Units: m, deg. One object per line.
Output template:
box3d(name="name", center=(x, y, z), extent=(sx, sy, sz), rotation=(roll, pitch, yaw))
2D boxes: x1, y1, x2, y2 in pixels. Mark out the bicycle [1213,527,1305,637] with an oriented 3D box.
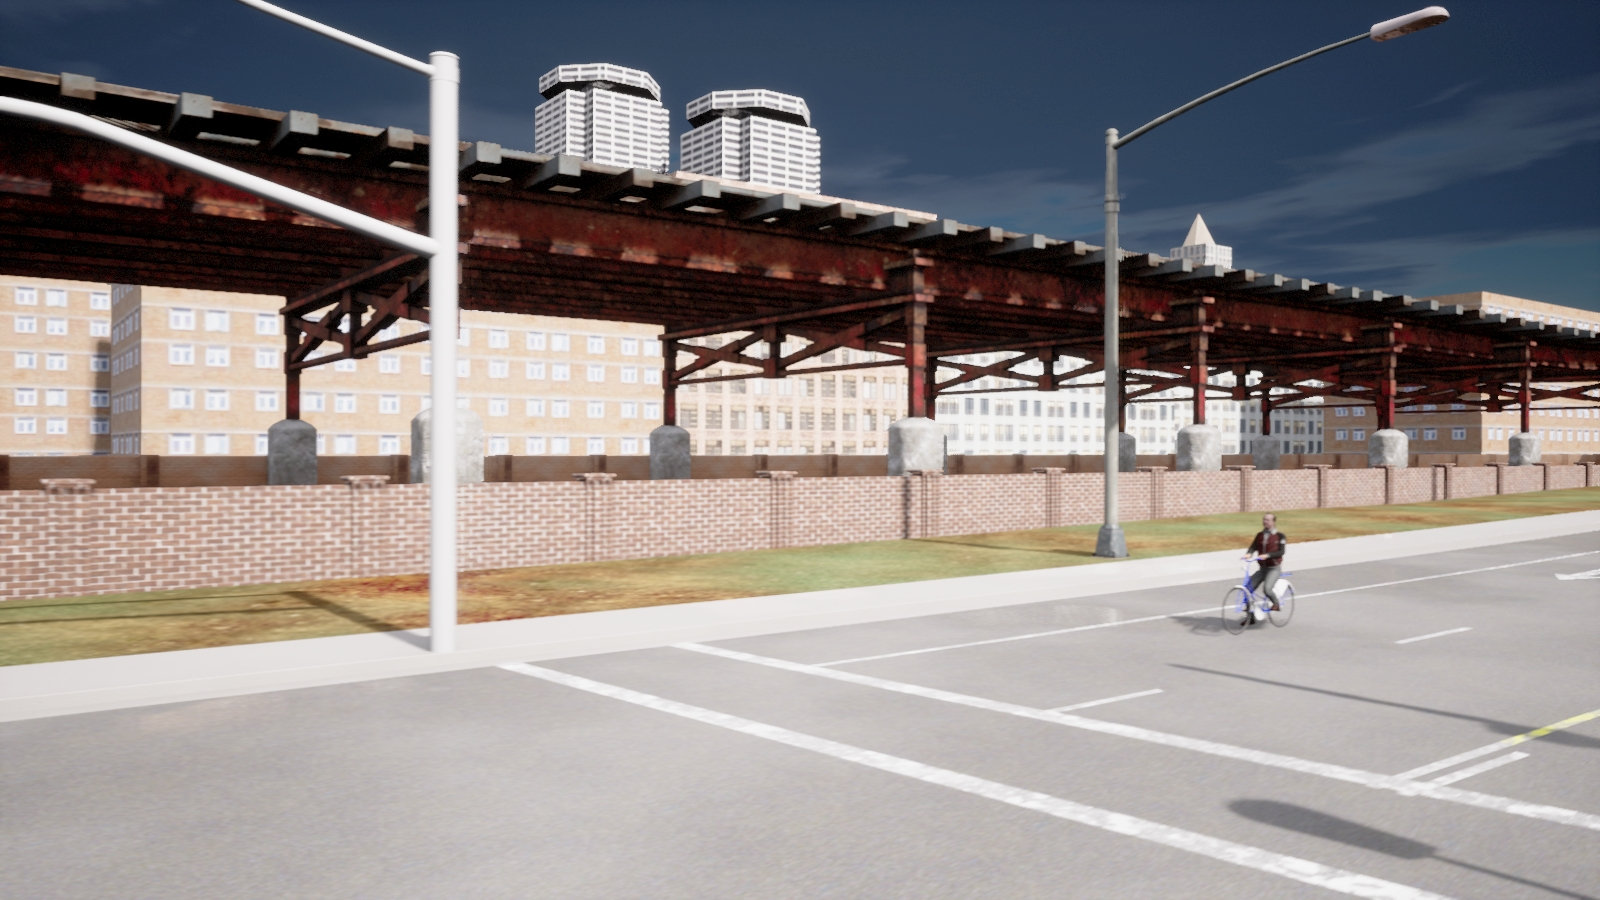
box3d(name="bicycle", center=(6.909, 1.952, 17.156), extent=(1.835, 1.496, 0.329), rotation=(0, 0, -35))
